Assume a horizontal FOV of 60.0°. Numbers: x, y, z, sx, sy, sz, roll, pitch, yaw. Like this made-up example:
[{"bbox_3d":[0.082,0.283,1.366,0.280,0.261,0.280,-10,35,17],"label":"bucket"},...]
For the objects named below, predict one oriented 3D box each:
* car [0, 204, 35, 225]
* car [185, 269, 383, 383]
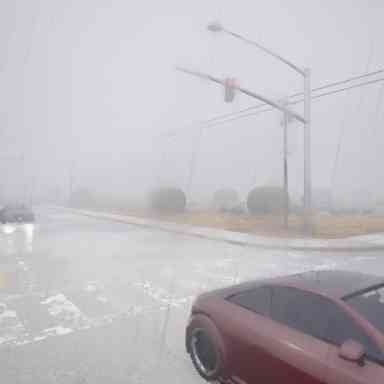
[{"bbox_3d":[-12.900,1.597,24.448,1.994,1.385,4.181,0,1,-35],"label":"car"},{"bbox_3d":[1.702,1.597,3.359,1.994,1.385,4.181,0,0,-35],"label":"car"}]
